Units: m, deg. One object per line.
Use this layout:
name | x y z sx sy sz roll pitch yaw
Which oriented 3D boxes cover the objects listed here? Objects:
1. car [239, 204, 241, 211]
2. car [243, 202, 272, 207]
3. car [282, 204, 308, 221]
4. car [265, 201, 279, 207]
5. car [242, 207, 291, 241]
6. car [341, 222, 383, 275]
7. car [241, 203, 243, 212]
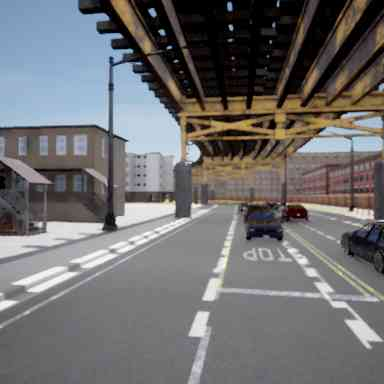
car | 7.838 2.129 47.412 1.994 1.385 4.181 0 -1 1
car | 5.439 1.844 28.177 1.837 1.490 4.892 0 -1 9
car | 9.709 1.868 31.539 1.882 1.535 5.008 0 -1 9
car | 11.597 2.097 49.969 2.128 1.511 4.902 0 -1 -3
car | 3.956 1.772 18.549 2.033 1.411 5.357 0 -1 9
car | 6.500 1.692 10.832 2.033 1.411 5.357 0 -1 9
car | 6.739 1.972 37.252 1.812 1.442 4.674 0 -1 8
